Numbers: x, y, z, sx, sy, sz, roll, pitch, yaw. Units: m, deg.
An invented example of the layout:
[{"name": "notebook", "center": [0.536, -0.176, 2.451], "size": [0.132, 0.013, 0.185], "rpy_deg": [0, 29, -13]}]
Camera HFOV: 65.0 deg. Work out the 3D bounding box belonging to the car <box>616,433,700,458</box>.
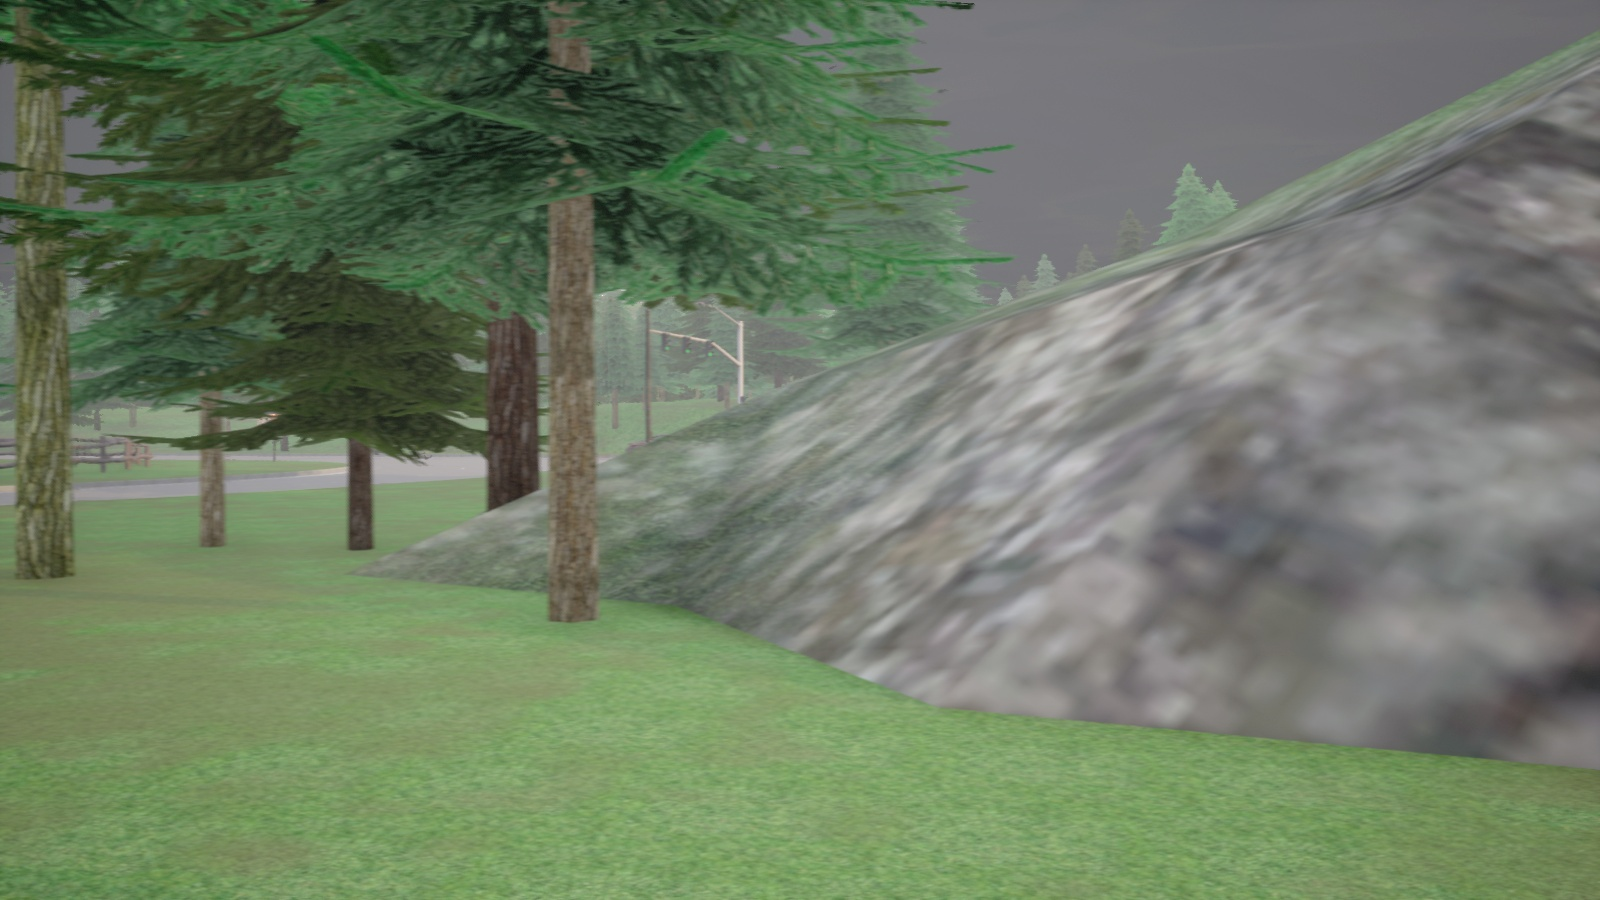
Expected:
[{"name": "car", "center": [-7.906, -0.263, 70.050], "size": [4.181, 1.385, 1.994], "rpy_deg": [1, 1, 19]}]
